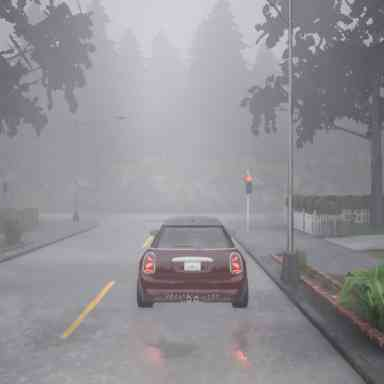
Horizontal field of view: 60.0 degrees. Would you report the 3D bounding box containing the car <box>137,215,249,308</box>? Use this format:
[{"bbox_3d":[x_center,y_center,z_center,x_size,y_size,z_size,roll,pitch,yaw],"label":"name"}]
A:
[{"bbox_3d":[0.021,1.352,8.082,2.097,1.767,4.553,0,0,0],"label":"car"}]
